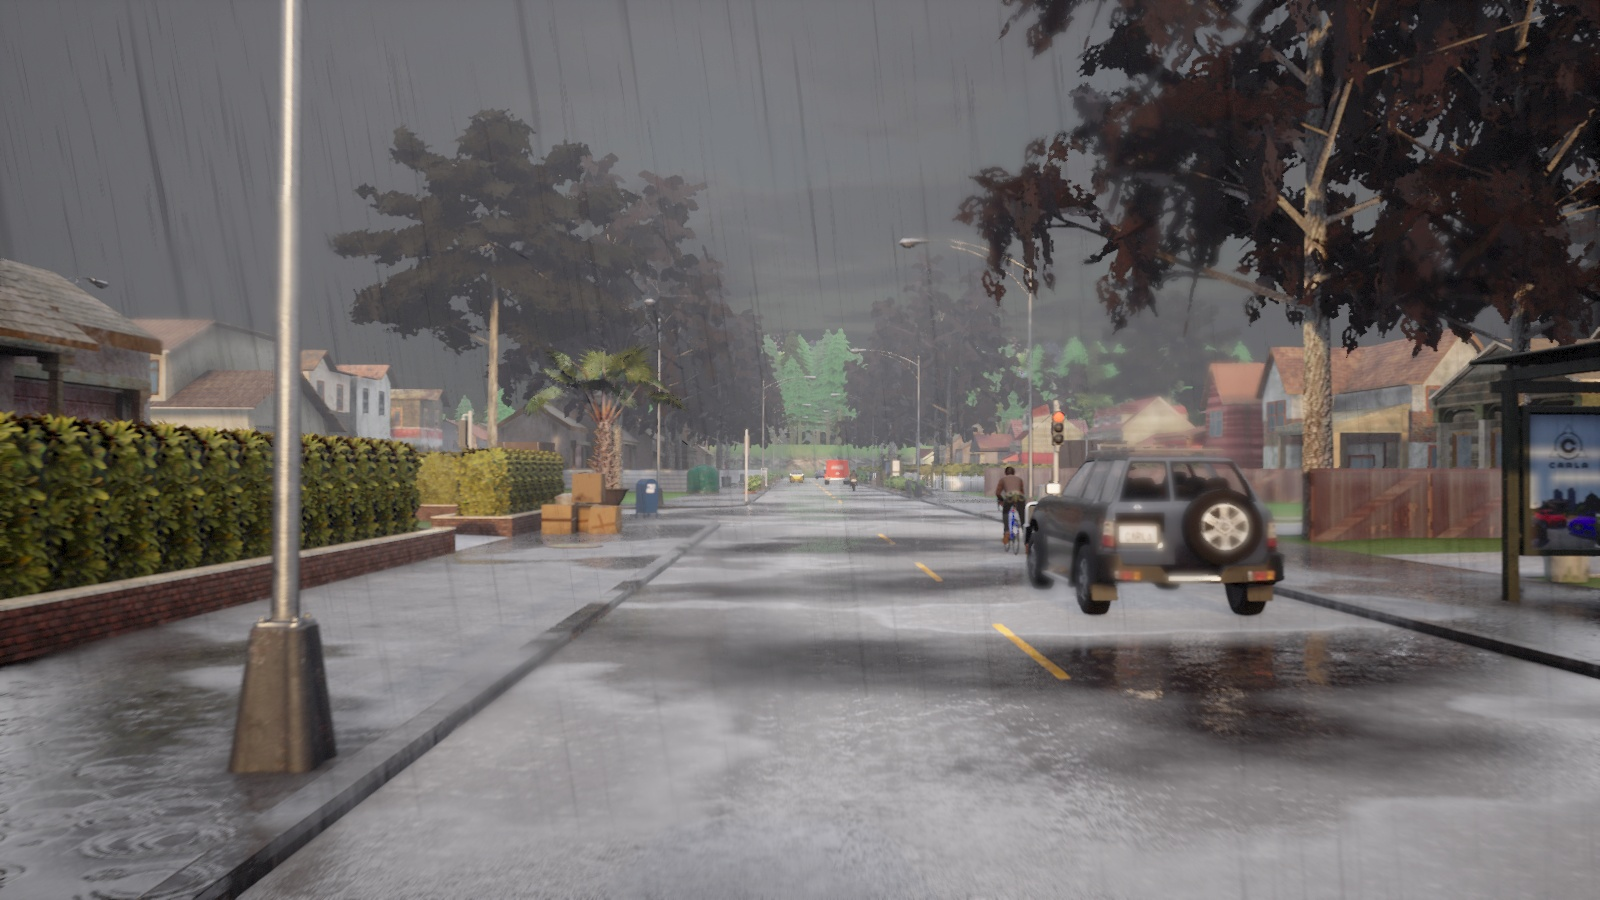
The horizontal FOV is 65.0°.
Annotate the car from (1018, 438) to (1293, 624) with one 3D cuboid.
[{"bbox_3d":[3.963,0.837,14.892,1.932,1.855,4.605,0,-1,0],"label":"car"}]

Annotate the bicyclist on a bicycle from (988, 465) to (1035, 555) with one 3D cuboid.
[{"bbox_3d":[3.942,1.102,23.474,0.582,1.620,1.656,0,-1,0],"label":"bicyclist on a bicycle"}]
